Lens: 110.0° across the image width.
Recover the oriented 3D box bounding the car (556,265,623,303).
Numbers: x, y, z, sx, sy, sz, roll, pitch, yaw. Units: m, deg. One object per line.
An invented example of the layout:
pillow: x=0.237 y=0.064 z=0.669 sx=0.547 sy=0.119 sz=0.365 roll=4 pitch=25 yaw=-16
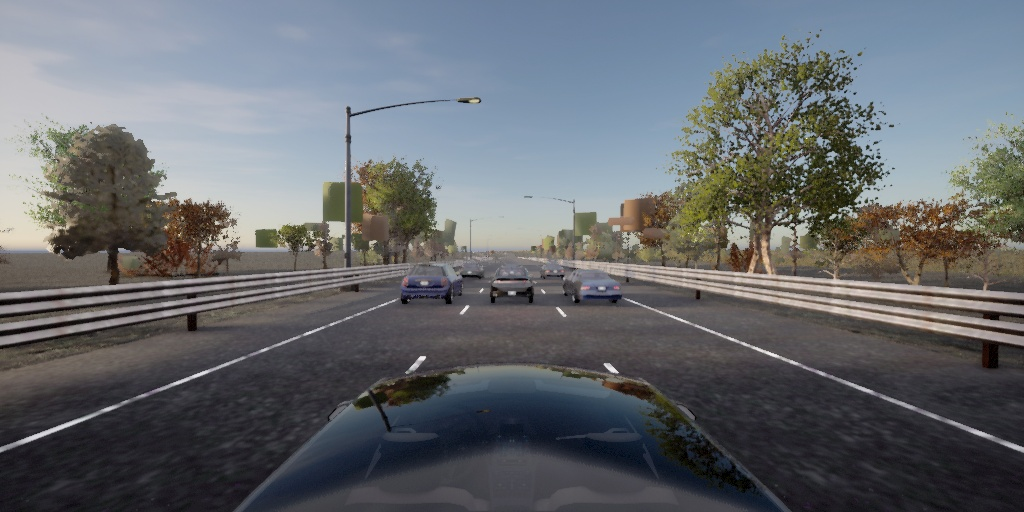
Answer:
car: x=3.500 y=1.310 z=16.503 sx=2.033 sy=1.411 sz=5.357 roll=0 pitch=0 yaw=0

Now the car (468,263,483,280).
car: x=-3.500 y=1.321 z=31.506 sx=1.994 sy=1.385 sz=4.181 roll=0 pitch=0 yaw=0

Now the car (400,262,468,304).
car: x=-3.500 y=1.113 z=16.473 sx=2.097 sy=1.767 sz=4.553 roll=0 pitch=0 yaw=0

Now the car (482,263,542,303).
car: x=0.000 y=1.242 z=16.503 sx=2.128 sy=1.511 sz=4.902 roll=0 pitch=0 yaw=0

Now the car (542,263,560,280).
car: x=3.500 y=1.312 z=31.505 sx=2.033 sy=1.411 sz=5.357 roll=0 pitch=0 yaw=0
